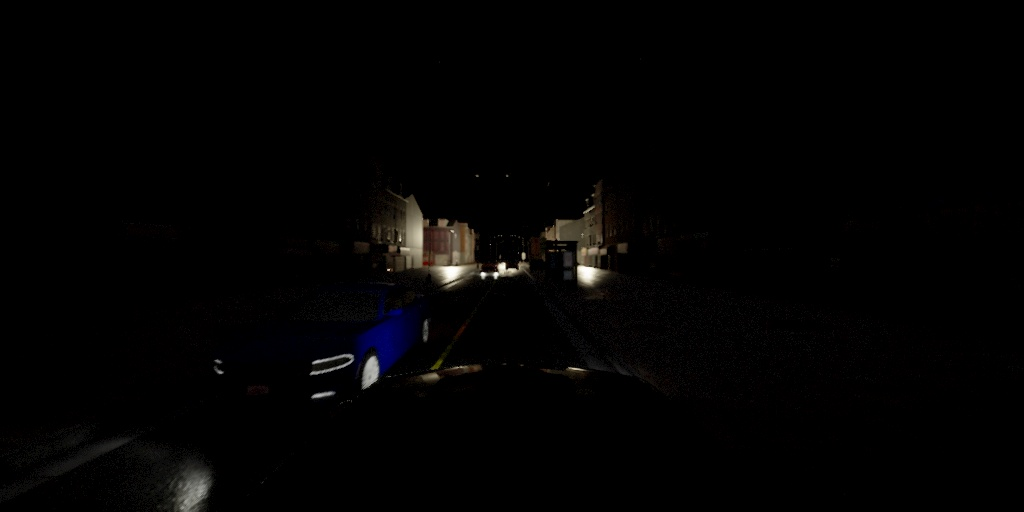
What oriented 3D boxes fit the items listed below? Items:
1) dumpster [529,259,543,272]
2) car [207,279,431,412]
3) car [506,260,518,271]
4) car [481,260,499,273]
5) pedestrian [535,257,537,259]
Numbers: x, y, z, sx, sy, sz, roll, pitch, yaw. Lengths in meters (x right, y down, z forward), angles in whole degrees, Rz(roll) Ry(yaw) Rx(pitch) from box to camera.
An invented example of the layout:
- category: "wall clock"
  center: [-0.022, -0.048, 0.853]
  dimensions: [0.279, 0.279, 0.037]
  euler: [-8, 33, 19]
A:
- category: "dumpster"
  center: [3.017, 1.288, 45.109]
  dimensions: [1.020, 1.700, 1.940]
  euler: [0, 0, 0]
- category: "car"
  center: [-2.839, 1.240, 6.512]
  dimensions: [1.882, 1.535, 5.008]
  euler: [0, 0, 0]
- category: "car"
  center: [0.013, 1.419, 54.704]
  dimensions: [1.882, 1.535, 5.008]
  euler: [0, 0, 0]
- category: "car"
  center: [-2.822, 1.249, 46.301]
  dimensions: [2.097, 1.767, 4.553]
  euler: [0, 0, 0]
- category: "pedestrian"
  center: [3.018, 1.038, 46.122]
  dimensions: [0.375, 1.860, 0.375]
  euler: [0, 0, -10]
